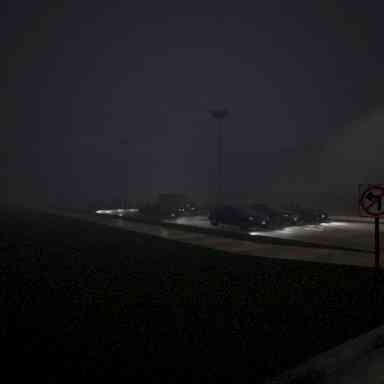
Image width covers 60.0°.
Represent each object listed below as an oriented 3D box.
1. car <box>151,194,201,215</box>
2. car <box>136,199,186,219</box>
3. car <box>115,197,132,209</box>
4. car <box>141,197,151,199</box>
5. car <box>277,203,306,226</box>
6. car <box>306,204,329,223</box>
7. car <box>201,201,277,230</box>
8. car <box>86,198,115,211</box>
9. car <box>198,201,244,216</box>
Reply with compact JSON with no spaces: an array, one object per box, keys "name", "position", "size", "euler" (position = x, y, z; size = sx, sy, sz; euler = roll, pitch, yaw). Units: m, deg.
[{"name":"car","position":[-1.558,1.224,33.352],"size":[2.150,2.045,5.566],"euler":[0,0,-36]},{"name":"car","position":[-2.862,1.601,29.199],"size":[1.895,1.301,4.718],"euler":[0,0,-36]},{"name":"car","position":[-9.697,1.505,44.615],"size":[1.837,1.490,4.892],"euler":[0,0,-35]},{"name":"car","position":[-5.845,1.478,45.246],"size":[1.882,1.535,5.008],"euler":[0,0,-36]},{"name":"car","position":[5.438,1.526,23.795],"size":[1.812,1.442,4.674],"euler":[0,0,-37]},{"name":"car","position":[8.344,1.564,25.715],"size":[1.994,1.385,4.181],"euler":[0,0,-36]},{"name":"car","position":[2.872,1.526,21.377],"size":[1.812,1.442,4.674],"euler":[0,0,-35]},{"name":"car","position":[-11.580,1.563,41.232],"size":[1.994,1.385,4.181],"euler":[0,0,-36]},{"name":"car","position":[2.797,1.601,33.319],"size":[1.895,1.301,4.718],"euler":[0,0,-36]}]
